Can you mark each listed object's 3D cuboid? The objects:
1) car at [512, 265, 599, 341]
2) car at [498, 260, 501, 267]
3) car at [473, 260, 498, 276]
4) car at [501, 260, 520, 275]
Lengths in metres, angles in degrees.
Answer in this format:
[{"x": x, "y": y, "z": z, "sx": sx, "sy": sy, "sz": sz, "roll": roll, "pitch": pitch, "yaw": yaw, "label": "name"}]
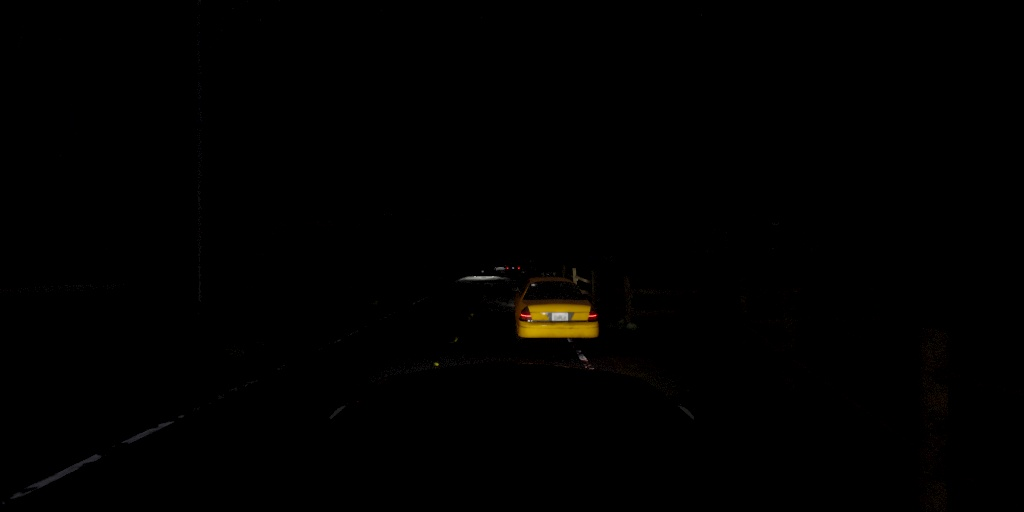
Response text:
[{"x": 0.972, "y": 1.204, "z": 9.814, "sx": 1.801, "sy": 1.575, "sz": 5.366, "roll": 0, "pitch": 0, "yaw": 0, "label": "car"}, {"x": -2.680, "y": 1.376, "z": 64.101, "sx": 1.895, "sy": 1.301, "sz": 4.718, "roll": 0, "pitch": 0, "yaw": 0, "label": "car"}, {"x": -2.811, "y": 1.317, "z": 36.242, "sx": 1.994, "sy": 1.385, "sz": 4.181, "roll": 0, "pitch": 0, "yaw": 0, "label": "car"}, {"x": 0.125, "y": 1.303, "z": 39.701, "sx": 2.033, "sy": 1.411, "sz": 5.357, "roll": 0, "pitch": 0, "yaw": 0, "label": "car"}]
